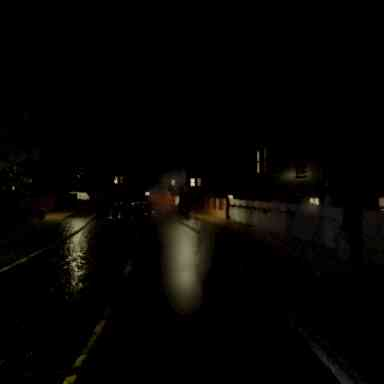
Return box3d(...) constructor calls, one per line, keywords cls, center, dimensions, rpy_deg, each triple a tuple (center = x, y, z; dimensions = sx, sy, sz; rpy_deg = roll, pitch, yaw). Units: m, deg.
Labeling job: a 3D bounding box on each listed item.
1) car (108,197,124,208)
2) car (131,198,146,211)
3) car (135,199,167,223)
box3d(cls="car", center=(-10.444, 1.383, 45.686), dimensions=(2.128, 1.511, 4.902), rpy_deg=(0, 0, -13))
box3d(cls="car", center=(-6.153, 1.420, 39.629), dimensions=(2.128, 1.511, 4.902), rpy_deg=(0, 0, -13))
box3d(cls="car", center=(-3.098, 1.547, 25.883), dimensions=(2.033, 1.411, 5.357), rpy_deg=(0, 0, -12))
